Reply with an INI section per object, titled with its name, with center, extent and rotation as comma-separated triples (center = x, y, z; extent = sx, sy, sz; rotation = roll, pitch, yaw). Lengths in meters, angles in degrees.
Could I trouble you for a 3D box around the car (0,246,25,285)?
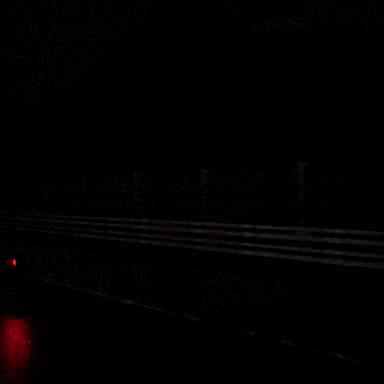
[car]
center = -6.394, 1.715, 8.609
extent = 4.718, 1.301, 1.895
rotation = -1, 0, 36
